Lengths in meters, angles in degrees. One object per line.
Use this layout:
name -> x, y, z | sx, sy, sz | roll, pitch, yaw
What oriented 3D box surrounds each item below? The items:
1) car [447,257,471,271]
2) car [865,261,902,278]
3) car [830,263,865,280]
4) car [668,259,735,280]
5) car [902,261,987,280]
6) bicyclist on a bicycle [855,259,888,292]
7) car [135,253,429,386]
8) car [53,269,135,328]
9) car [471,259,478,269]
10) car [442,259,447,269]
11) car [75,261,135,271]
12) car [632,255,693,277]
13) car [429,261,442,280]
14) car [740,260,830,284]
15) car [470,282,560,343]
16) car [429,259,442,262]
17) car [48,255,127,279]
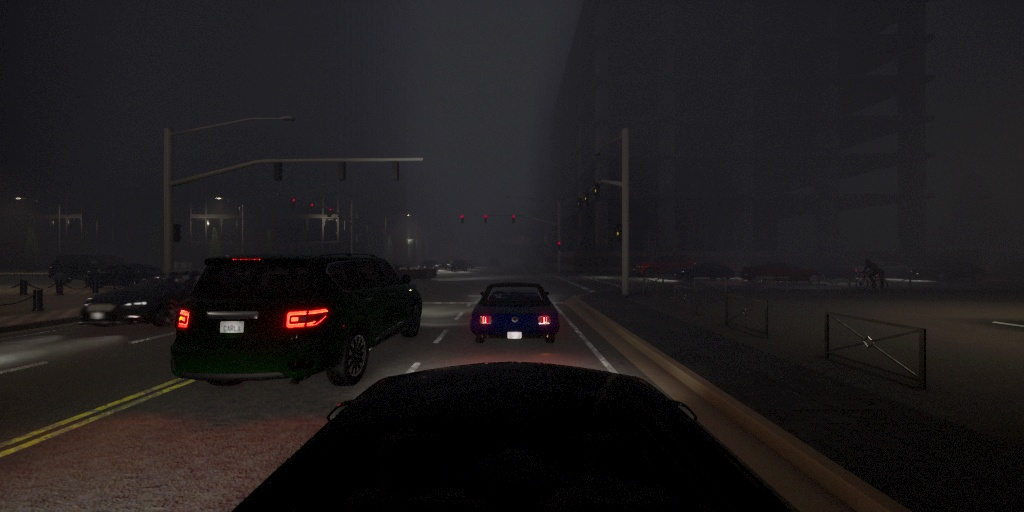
car -> -7.136, 1.254, 48.517 | 1.837, 1.490, 4.892 | 0, 0, 0
car -> 33.633, 1.220, 32.830 | 4.674, 1.442, 1.812 | 0, 0, 0
car -> 25.593, 1.258, 29.306 | 4.181, 1.385, 1.994 | 0, 0, 0
car -> 15.629, 1.220, 29.243 | 4.674, 1.442, 1.812 | 0, 0, 0
car -> 35.587, 1.199, 29.335 | 4.892, 1.490, 1.837 | 0, 0, 0
bicyclist on a bicycle -> 18.317, 0.998, 18.292 | 0.582, 1.620, 1.656 | 0, 0, 0
car -> -3.443, 0.971, 7.117 | 2.150, 2.045, 5.566 | 0, 0, 0
car -> -10.444, 1.241, 11.494 | 2.128, 1.511, 4.902 | 0, 0, 0
car -> -7.130, 1.227, 57.975 | 1.882, 1.535, 5.008 | 0, 0, 0
car -> -10.634, 1.241, 55.236 | 2.128, 1.511, 4.902 | 0, 0, 0
car -> -22.630, 1.199, 21.594 | 4.892, 1.490, 1.837 | 0, 0, 0
car -> 13.909, 0.917, 32.758 | 5.566, 2.045, 2.150 | 0, 0, 0
car -> -8.412, 1.320, 28.614 | 4.718, 1.301, 1.895 | 0, 0, -36
car -> 19.151, 1.172, 25.578 | 5.008, 1.535, 1.882 | 0, 0, 0
car -> 0.073, 1.351, 9.633 | 1.895, 1.301, 4.718 | 0, 0, 0
car -> -10.636, 1.255, 45.893 | 1.837, 1.490, 4.892 | 0, 0, 0
car -> -28.705, 0.917, 25.069 | 5.566, 2.045, 2.150 | 0, 0, 0
